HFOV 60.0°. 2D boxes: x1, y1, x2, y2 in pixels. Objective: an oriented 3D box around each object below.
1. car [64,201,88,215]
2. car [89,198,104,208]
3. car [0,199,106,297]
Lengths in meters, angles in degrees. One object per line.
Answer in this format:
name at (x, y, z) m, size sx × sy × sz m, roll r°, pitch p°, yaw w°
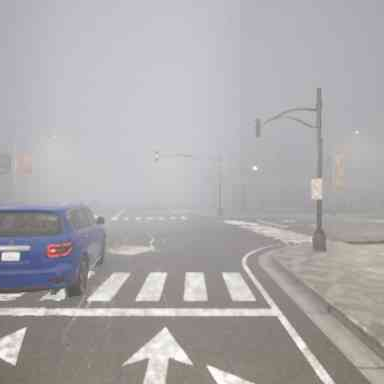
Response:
car at (-13.443, 1.781, 38.883) m, size 1.812 × 1.442 × 4.674 m, roll 0°, pitch 0°, yaw -9°
car at (-16.288, 1.859, 56.771) m, size 1.882 × 1.535 × 5.008 m, roll 0°, pitch -1°, yaw -9°
car at (-3.632, 1.277, 8.718) m, size 2.150 × 2.045 × 5.566 m, roll 0°, pitch 0°, yaw -7°
